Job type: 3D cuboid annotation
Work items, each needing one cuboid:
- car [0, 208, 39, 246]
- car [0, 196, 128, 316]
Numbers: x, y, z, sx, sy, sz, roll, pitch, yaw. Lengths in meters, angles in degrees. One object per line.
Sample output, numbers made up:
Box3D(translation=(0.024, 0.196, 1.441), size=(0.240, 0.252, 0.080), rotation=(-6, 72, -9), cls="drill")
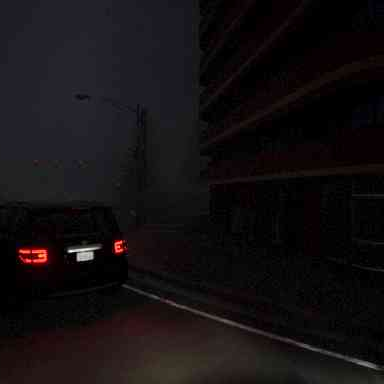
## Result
Box3D(translation=(-8.449, 1.564, 15.879), size=(1.994, 1.385, 4.181), rotation=(0, 0, -26), cls="car")
Box3D(translation=(-3.583, 1.221, 7.907), size=(2.150, 2.045, 5.566), rotation=(0, 0, -40), cls="car")
